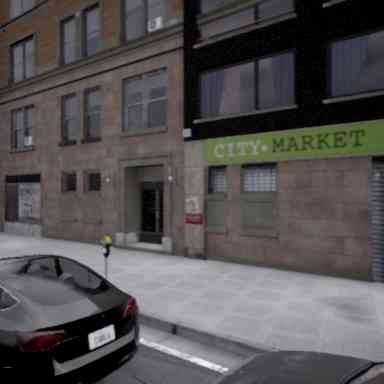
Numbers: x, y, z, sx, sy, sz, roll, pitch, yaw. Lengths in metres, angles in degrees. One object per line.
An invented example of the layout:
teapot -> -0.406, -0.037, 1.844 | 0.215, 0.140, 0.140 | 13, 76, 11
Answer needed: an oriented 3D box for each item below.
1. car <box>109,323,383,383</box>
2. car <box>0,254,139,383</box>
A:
car -> 1.900, 1.549, 1.494 | 4.403, 1.369, 2.008 | 0, 0, 35
car -> -2.646, 1.574, 4.736 | 4.313, 1.339, 1.947 | 0, 0, 35
